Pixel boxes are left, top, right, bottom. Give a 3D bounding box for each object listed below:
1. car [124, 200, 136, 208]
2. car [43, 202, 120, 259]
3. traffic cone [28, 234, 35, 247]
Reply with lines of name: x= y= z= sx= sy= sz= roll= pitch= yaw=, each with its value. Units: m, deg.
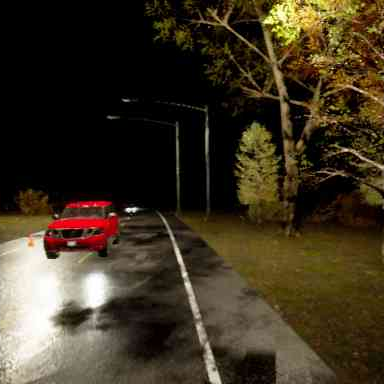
car: x=-12.094 y=2.324 z=64.902 sx=2.128 sy=1.511 sz=4.902 roll=-1 pitch=0 yaw=-18
car: x=-4.402 y=1.454 z=14.131 sx=2.150 sy=2.045 sz=5.566 roll=-1 pitch=-1 yaw=-6
traffic cone: x=-7.487 y=2.257 z=15.527 sx=0.340 sy=0.580 sz=0.340 roll=-1 pitch=-1 yaw=-6
